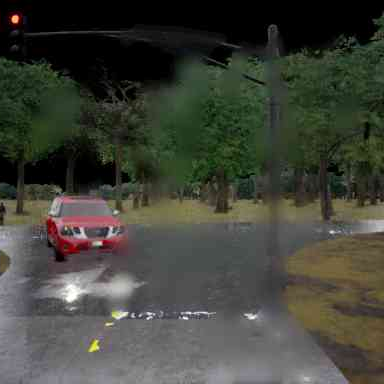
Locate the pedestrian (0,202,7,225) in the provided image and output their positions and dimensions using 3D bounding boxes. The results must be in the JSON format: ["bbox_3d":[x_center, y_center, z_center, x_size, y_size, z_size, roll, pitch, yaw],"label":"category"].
[{"bbox_3d":[-15.239,1.717,26.749,0.375,1.860,0.375,0,-1,0],"label":"pedestrian"}]

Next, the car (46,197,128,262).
[{"bbox_3d":[-4.197,1.227,12.671,2.150,2.045,5.566,1,0,-28],"label":"car"}]
